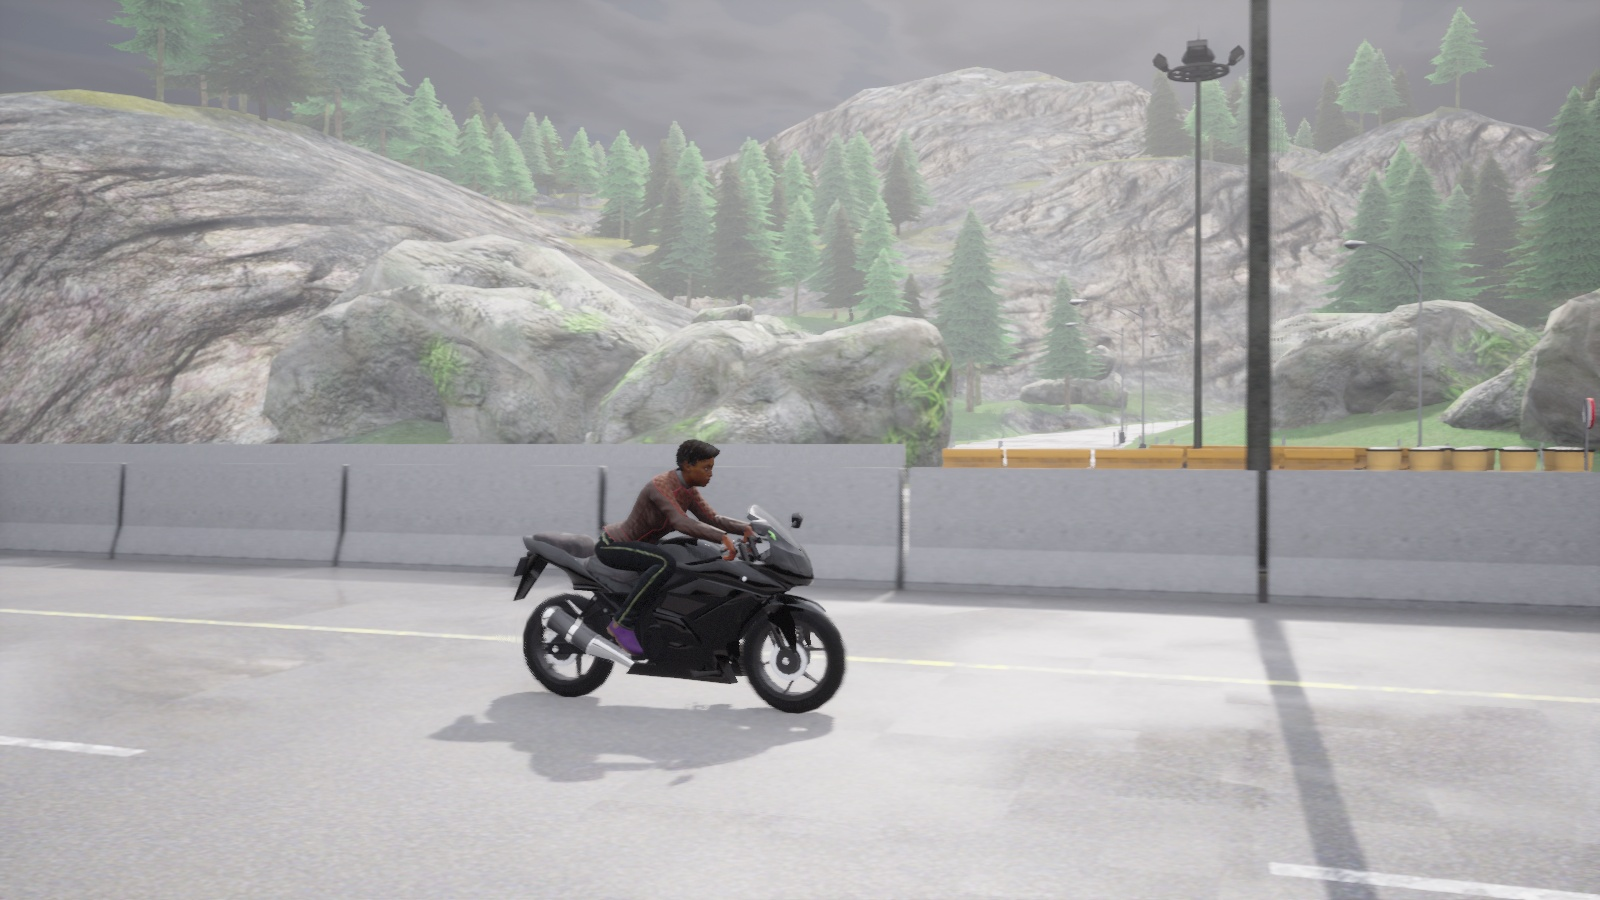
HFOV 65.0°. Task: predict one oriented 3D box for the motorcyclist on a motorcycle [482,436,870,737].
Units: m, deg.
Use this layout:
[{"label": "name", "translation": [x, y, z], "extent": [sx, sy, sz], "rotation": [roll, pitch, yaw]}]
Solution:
[{"label": "motorcyclist on a motorcycle", "translation": [-0.697, 0.692, 7.120], "extent": [2.044, 1.523, 0.797], "rotation": [1, 1, 19]}]
